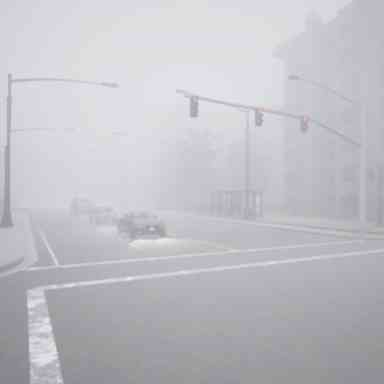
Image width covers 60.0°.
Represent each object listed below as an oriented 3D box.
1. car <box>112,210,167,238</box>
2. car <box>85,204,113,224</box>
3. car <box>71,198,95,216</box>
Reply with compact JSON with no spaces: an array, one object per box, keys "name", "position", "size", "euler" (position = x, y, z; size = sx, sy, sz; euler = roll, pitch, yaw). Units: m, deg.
[{"name":"car","position":[-3.017,1.836,19.576],"size":[1.994,1.385,4.181],"euler":[1,-1,-27]},{"name":"car","position":[-7.515,1.970,28.438],"size":[1.895,1.301,4.718],"euler":[1,-1,-27]},{"name":"car","position":[-12.721,1.705,38.750],"size":[2.150,2.045,5.566],"euler":[1,-1,-27]}]
